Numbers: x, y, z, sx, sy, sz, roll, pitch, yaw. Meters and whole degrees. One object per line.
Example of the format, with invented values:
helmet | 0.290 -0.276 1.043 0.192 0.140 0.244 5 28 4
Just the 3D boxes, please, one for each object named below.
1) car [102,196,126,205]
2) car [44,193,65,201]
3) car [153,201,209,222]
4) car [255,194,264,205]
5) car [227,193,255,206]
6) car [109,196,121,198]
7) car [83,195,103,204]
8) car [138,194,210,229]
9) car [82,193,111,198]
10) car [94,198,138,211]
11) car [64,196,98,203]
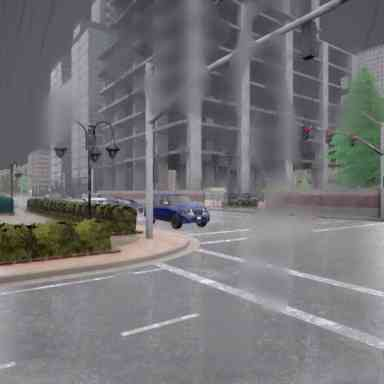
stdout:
car | -13.356 1.436 56.684 2.128 1.511 4.902 0 0 -36
car | -19.087 1.165 46.425 2.150 2.045 5.566 0 0 -36
car | -1.053 1.492 27.503 2.033 1.411 5.357 0 0 -36
car | 9.469 1.114 52.359 1.905 1.878 3.866 0 0 -36
car | 7.080 1.114 50.644 1.905 1.878 3.866 0 0 -36
car | -6.917 1.470 35.596 1.812 1.442 4.674 0 0 -36
car | -19.461 1.436 65.094 2.128 1.511 4.902 0 0 -36
car | -1.154 1.166 21.707 2.150 2.045 5.566 0 0 -35
car | -13.037 1.166 44.023 2.150 2.045 5.566 0 0 -36
car | -6.703 1.508 29.305 1.994 1.385 4.181 0 0 -37
car | -12.467 1.470 37.273 1.812 1.442 4.674 0 0 -36
